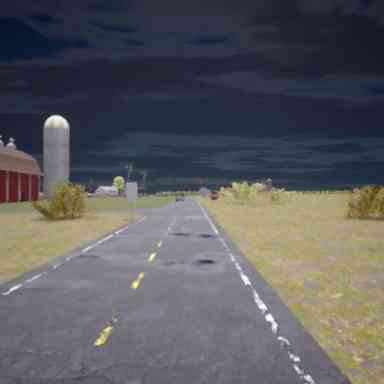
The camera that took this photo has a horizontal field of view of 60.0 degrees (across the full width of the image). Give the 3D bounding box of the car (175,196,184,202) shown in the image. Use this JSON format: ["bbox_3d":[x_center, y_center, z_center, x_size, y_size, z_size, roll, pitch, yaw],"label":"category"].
[{"bbox_3d":[-2.748,1.579,75.207,1.994,1.385,4.181,0,0,0],"label":"car"}]
